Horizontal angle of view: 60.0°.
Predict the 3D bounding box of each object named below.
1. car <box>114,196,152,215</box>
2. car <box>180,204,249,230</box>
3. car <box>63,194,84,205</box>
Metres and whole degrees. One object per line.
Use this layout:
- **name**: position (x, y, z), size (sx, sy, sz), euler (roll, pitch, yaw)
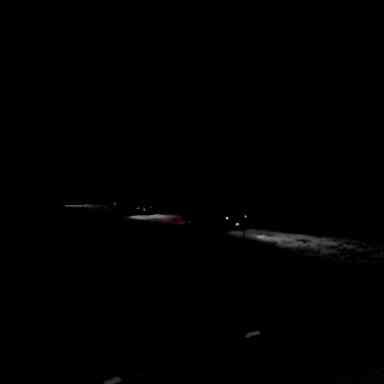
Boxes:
- **car**: position (-5.382, 1.176, 29.727), size (1.837, 1.490, 4.892), euler (-1, 2, -36)
- **car**: position (1.278, 1.460, 20.448), size (1.895, 1.301, 4.718), euler (-1, 1, -36)
- **car**: position (-15.888, 0.945, 44.395), size (1.812, 1.442, 4.674), euler (-1, 1, -35)
